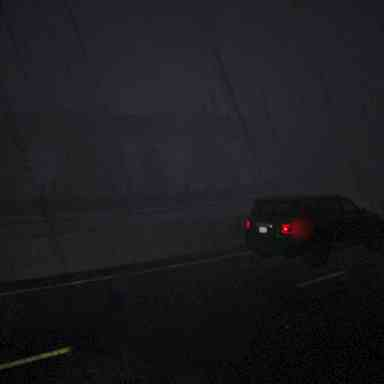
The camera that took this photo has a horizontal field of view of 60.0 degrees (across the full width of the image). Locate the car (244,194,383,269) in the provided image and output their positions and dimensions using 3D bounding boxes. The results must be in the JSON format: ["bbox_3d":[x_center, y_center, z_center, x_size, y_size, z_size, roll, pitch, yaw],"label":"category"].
[{"bbox_3d":[4.216,1.078,11.063,5.566,2.045,2.150,-3,1,-35],"label":"car"}]
